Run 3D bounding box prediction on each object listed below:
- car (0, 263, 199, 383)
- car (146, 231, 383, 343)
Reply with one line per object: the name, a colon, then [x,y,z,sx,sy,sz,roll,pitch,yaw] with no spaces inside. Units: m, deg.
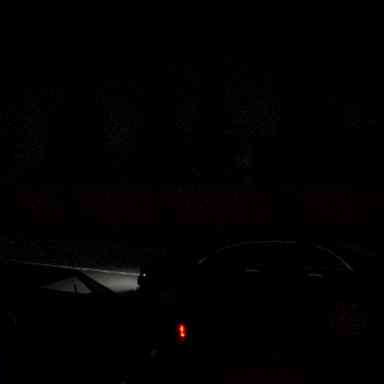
car: [-2.485,1.598,3.959,4.718,1.301,1.895,0,0,21]
car: [1.327,1.504,6.261,4.892,1.490,1.837,0,0,20]
